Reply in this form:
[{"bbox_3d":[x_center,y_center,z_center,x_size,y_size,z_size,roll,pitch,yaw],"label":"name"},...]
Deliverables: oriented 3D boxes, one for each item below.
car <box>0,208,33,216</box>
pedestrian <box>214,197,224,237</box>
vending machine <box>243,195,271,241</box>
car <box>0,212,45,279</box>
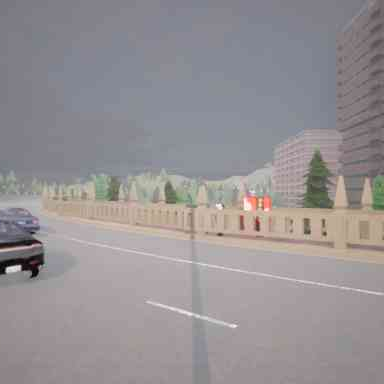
[{"bbox_3d":[-9.849,1.547,17.922,2.033,1.411,5.357,0,0,-42],"label":"car"},{"bbox_3d":[1.317,1.141,15.656,0.375,1.860,0.375,0,0,41],"label":"pedestrian"},{"bbox_3d":[3.120,1.195,16.002,0.880,2.100,1.100,0,0,41],"label":"vending machine"},{"bbox_3d":[-5.739,1.490,8.958,4.902,1.511,2.128,0,0,42],"label":"car"}]
